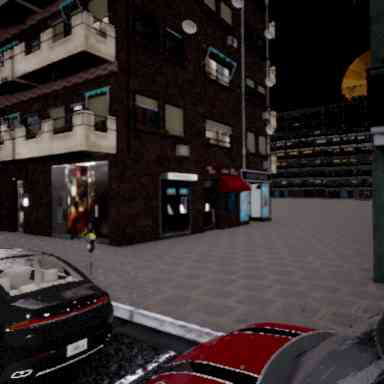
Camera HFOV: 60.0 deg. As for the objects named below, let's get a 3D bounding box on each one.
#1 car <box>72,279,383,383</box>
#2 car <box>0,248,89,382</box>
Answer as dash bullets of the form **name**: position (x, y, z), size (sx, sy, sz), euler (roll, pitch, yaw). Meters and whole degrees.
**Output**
- **car**: position (1.444, 1.439, 1.860), size (4.097, 1.590, 1.967), euler (0, -1, 35)
- **car**: position (-3.094, 1.544, 5.086), size (4.403, 1.369, 2.008), euler (0, -1, 35)
